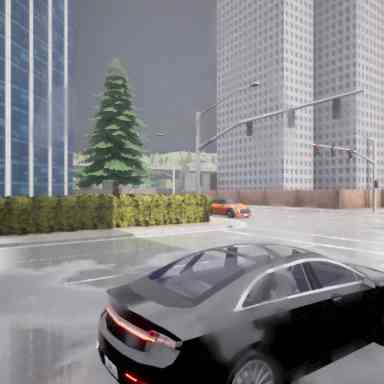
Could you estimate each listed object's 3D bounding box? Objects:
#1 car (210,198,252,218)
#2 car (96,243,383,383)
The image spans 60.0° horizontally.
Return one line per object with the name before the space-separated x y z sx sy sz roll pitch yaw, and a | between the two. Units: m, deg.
car | 3.255 1.347 29.896 2.097 1.767 4.553 0 0 -35
car | 1.188 1.491 4.655 4.902 1.511 2.128 0 0 -35
